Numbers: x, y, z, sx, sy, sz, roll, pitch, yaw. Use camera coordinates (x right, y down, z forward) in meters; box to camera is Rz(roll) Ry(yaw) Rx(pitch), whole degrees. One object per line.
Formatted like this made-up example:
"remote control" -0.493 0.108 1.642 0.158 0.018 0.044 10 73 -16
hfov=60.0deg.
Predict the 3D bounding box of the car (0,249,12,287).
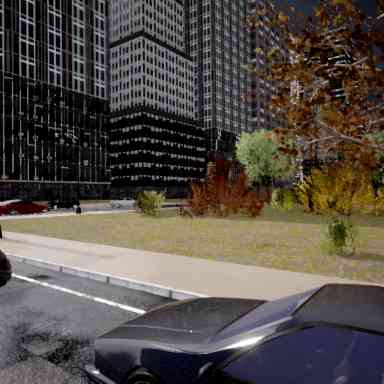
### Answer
"car" -6.189 1.565 8.069 4.181 1.385 1.994 0 0 37

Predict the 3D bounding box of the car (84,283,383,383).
"car" 1.482 1.548 2.622 5.357 1.411 2.033 0 0 36

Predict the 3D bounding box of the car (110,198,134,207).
"car" -10.881 1.643 53.133 1.812 1.442 4.674 -1 -1 37

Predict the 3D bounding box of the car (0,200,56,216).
"car" -15.446 1.476 30.566 1.812 1.442 4.674 -1 -1 37

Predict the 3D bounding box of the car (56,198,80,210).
"car" -17.388 1.610 44.511 1.837 1.490 4.892 -1 -1 37
